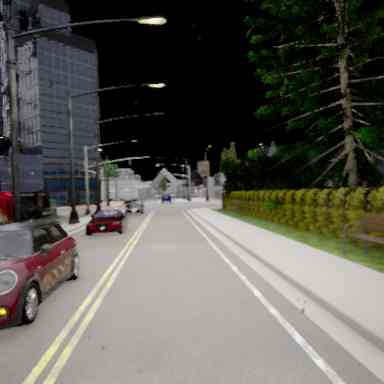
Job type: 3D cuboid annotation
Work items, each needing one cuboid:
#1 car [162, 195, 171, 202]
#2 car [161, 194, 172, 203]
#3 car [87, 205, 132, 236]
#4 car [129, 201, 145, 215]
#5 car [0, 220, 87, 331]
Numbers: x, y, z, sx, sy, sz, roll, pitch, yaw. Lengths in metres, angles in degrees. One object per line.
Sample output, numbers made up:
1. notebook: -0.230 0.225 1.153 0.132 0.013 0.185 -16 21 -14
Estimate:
1. car: -6.529 1.638 84.829 2.128 1.511 4.902 -2 0 -5
2. car: -5.719 1.424 74.495 2.150 2.045 5.566 -2 0 -5
3. car: -4.996 1.758 19.993 1.994 1.385 4.181 -2 0 -4
4. car: -6.264 1.768 37.197 2.128 1.511 4.902 -2 0 -5
5. car: -4.003 1.513 7.256 2.097 1.767 4.553 -2 0 -5
